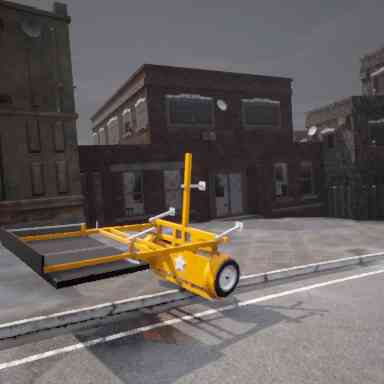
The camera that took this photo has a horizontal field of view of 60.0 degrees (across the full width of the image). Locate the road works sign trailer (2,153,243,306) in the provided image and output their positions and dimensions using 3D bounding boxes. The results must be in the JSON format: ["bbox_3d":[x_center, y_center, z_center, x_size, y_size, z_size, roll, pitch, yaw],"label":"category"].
[{"bbox_3d":[-1.094,0.689,5.838,3.560,2.880,2.380,-2,7,-43],"label":"road works sign trailer"}]
